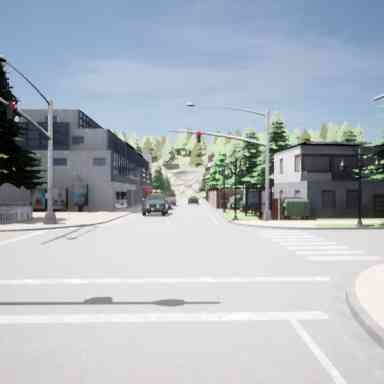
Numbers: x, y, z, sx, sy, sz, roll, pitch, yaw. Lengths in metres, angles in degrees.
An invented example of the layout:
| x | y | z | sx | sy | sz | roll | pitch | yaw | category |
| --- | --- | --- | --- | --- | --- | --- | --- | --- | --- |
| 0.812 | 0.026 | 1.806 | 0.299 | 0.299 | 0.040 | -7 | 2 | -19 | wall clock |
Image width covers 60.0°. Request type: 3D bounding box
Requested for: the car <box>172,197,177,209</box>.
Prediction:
| x | y | z | sx | sy | sz | roll | pitch | yaw | category |
| --- | --- | --- | --- | --- | --- | --- | --- | --- | --- |
| -3.495 | 1.473 | 42.662 | 2.128 | 1.511 | 4.902 | 0 | 0 | 0 | car |

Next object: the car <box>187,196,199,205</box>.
| x | y | z | sx | sy | sz | roll | pitch | yaw | category |
| --- | --- | --- | --- | --- | --- | --- | --- | --- | --- |
| 0.244 | 1.480 | 59.466 | 1.837 | 1.490 | 4.892 | 0 | 0 | 0 | car |

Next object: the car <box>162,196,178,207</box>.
| x | y | z | sx | sy | sz | roll | pitch | yaw | category |
| --- | --- | --- | --- | --- | --- | --- | --- | --- | --- |
| -3.454 | 1.469 | 52.930 | 2.128 | 1.511 | 4.902 | 0 | 0 | 0 | car |

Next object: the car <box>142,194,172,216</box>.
| x | y | z | sx | sy | sz | roll | pitch | yaw | category |
| --- | --- | --- | --- | --- | --- | --- | --- | --- | --- |
| -3.522 | 1.208 | 32.612 | 2.150 | 2.045 | 5.566 | 0 | 0 | 0 | car |
